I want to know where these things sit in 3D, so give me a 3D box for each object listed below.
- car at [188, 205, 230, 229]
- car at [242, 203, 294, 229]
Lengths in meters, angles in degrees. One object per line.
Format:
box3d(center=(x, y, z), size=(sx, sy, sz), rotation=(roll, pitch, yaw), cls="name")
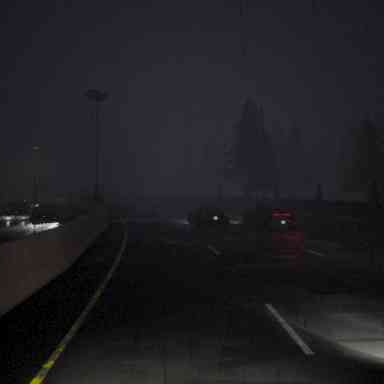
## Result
box3d(center=(0.994, 1.524, 21.648), size=(1.994, 1.385, 4.181), rotation=(0, 0, -12), cls="car")
box3d(center=(4.677, 1.454, 21.150), size=(1.837, 1.490, 4.892), rotation=(0, 0, -11), cls="car")
